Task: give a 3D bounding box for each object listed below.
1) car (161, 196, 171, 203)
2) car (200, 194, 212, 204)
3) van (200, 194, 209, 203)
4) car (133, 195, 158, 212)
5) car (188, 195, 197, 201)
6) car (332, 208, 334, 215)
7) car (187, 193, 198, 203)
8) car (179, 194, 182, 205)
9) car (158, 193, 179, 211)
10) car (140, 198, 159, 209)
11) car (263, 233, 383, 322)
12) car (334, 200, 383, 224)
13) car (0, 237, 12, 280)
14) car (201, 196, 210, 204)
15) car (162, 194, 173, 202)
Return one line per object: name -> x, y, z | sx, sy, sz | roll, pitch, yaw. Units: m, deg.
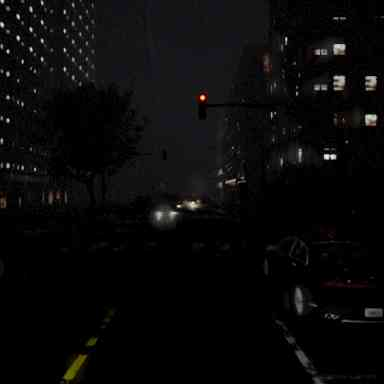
car -> -5.651, 1.611, 72.632 | 1.947, 1.339, 4.313 | 0, 0, 0
car -> 2.724, 1.597, 61.581 | 1.947, 1.339, 4.313 | 0, 0, 0
van -> 2.730, 1.386, 72.628 | 1.690, 1.788, 3.998 | 0, 0, 0
car -> -5.670, 1.328, 39.495 | 2.192, 1.841, 5.009 | 0, 0, 0
car -> 0.045, 1.430, 79.235 | 2.128, 1.511, 4.902 | 0, 0, 0
car -> 13.441, 1.344, 26.502 | 4.403, 1.369, 2.008 | -1, 1, -1
car -> 0.038, 1.566, 69.228 | 1.812, 1.442, 4.674 | 0, 0, 0
car -> -3.034, 1.254, 60.127 | 2.150, 2.045, 5.566 | 0, 0, 0
car -> -3.075, 1.234, 40.757 | 2.150, 2.045, 5.566 | 0, 0, 0
car -> -5.666, 1.583, 45.018 | 1.947, 1.339, 4.313 | 0, 0, 0
car -> 2.693, 1.550, 7.102 | 2.008, 1.369, 4.403 | 0, 0, 0
car -> 11.863, 1.319, 20.720 | 4.892, 1.490, 1.837 | -1, -1, -2
car -> -5.687, 1.544, 7.107 | 1.887, 1.381, 4.507 | 0, 0, 0
car -> 2.727, 1.563, 67.274 | 1.752, 1.417, 4.829 | 0, 0, 0
car -> -5.648, 1.369, 78.154 | 2.192, 1.841, 5.009 | 0, 0, 0
